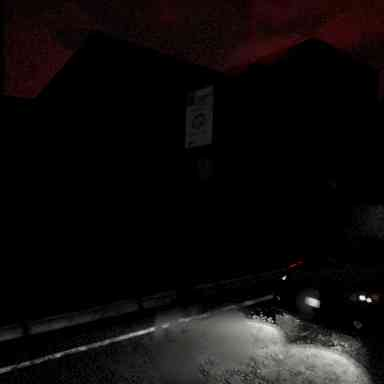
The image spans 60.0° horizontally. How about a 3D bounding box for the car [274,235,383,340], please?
[{"bbox_3d":[3.532,1.566,6.451,4.181,1.385,1.994,0,0,-36],"label":"car"}]
